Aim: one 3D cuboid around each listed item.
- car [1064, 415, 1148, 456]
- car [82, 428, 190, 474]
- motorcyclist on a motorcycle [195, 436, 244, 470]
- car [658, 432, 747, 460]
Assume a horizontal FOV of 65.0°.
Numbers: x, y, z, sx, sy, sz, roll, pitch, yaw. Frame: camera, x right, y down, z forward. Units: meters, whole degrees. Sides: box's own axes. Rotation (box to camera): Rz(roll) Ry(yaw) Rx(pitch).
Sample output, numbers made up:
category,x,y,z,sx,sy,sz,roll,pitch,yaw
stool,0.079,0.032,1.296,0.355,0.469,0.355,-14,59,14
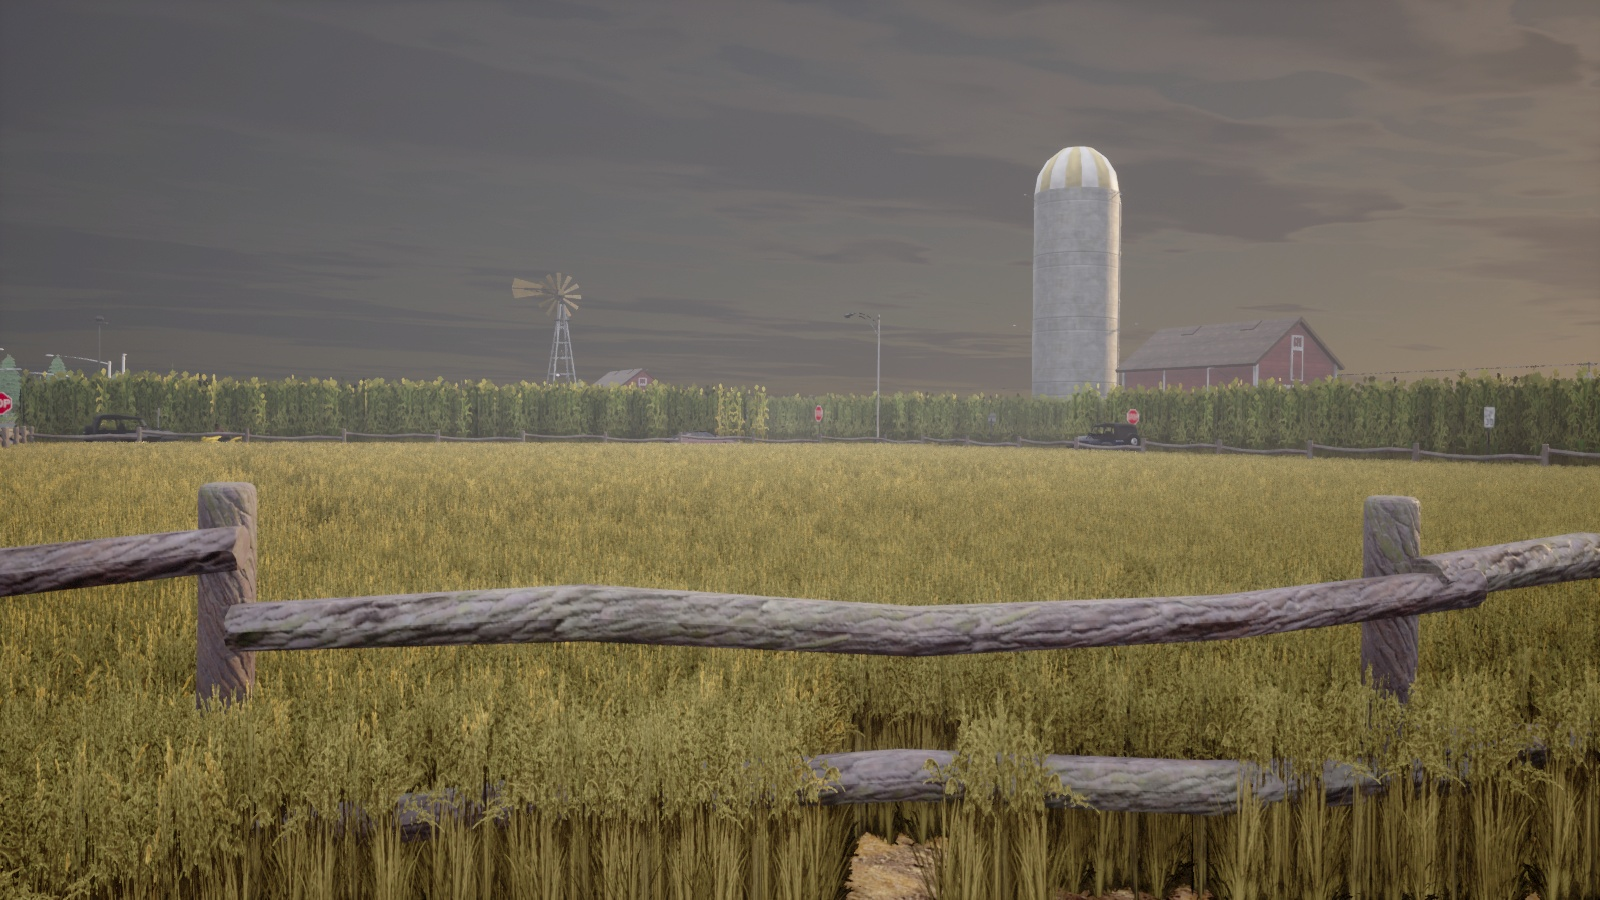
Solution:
category,x,y,z,sx,sy,sz,roll,pitch,yaw
car,14.768,-0.716,60.784,1.905,1.878,3.866,-1,2,-28
car,-28.488,0.025,53.898,3.866,1.878,1.905,-1,1,-35
motorcyclist on a motorcycle,-26.985,0.122,58.384,2.044,1.523,0.797,-1,1,-28
car,-5.139,-0.231,66.330,4.181,1.385,1.994,-2,1,-27
